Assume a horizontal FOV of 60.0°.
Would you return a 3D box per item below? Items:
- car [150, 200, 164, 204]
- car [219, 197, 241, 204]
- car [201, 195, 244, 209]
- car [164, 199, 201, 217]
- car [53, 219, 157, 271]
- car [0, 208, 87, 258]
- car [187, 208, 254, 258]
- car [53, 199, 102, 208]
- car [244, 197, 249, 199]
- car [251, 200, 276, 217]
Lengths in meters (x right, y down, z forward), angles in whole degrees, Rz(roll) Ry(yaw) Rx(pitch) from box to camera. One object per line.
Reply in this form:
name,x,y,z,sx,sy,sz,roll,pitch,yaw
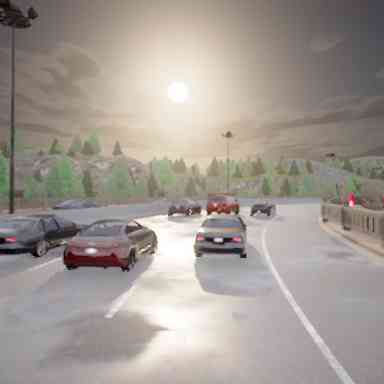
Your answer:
car,-3.975,1.669,42.724,2.033,1.411,5.357,0,0,27
car,8.372,1.745,72.554,2.033,1.411,5.357,-1,0,41
car,3.073,1.293,32.317,2.150,2.045,5.566,0,0,22
car,-0.565,1.429,32.466,2.097,1.767,4.553,0,0,20
car,-2.488,1.581,11.055,1.994,1.385,4.181,0,0,7
car,-5.829,1.565,12.877,2.033,1.411,5.357,0,0,9
car,1.247,1.573,13.004,2.033,1.411,5.357,0,0,9
car,-11.350,1.639,34.326,2.033,1.411,5.357,0,0,20
car,9.930,1.661,69.098,1.882,1.535,5.008,-1,0,41
car,7.082,1.571,32.769,1.837,1.490,4.892,0,0,23
